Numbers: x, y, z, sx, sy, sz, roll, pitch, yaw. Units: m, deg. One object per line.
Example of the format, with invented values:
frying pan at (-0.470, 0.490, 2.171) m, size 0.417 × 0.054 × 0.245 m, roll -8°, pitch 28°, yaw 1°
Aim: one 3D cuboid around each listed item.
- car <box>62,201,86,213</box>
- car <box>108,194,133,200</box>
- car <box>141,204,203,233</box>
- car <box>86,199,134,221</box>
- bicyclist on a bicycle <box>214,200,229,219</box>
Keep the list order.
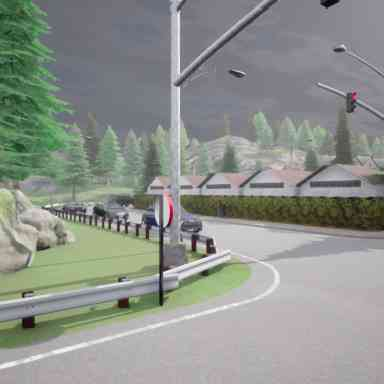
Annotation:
car at (-13.604, 1.755, 38.399) m, size 1.994 × 1.385 × 4.181 m, roll 0°, pitch 0°, yaw -32°
car at (-10.972, 1.400, 53.184) m, size 2.150 × 2.045 × 5.566 m, roll 0°, pitch 0°, yaw 33°
car at (-1.318, 1.545, 20.496) m, size 2.097 × 1.767 × 4.553 m, roll 0°, pitch 0°, yaw -35°
car at (-7.093, 1.684, 28.759) m, size 2.128 × 1.511 × 4.902 m, roll 0°, pitch 0°, yaw -35°
bicyclist on a bicycle at (2.506, 1.495, 28.076) m, size 1.656 × 1.620 × 0.582 m, roll 0°, pitch 0°, yaw -35°
